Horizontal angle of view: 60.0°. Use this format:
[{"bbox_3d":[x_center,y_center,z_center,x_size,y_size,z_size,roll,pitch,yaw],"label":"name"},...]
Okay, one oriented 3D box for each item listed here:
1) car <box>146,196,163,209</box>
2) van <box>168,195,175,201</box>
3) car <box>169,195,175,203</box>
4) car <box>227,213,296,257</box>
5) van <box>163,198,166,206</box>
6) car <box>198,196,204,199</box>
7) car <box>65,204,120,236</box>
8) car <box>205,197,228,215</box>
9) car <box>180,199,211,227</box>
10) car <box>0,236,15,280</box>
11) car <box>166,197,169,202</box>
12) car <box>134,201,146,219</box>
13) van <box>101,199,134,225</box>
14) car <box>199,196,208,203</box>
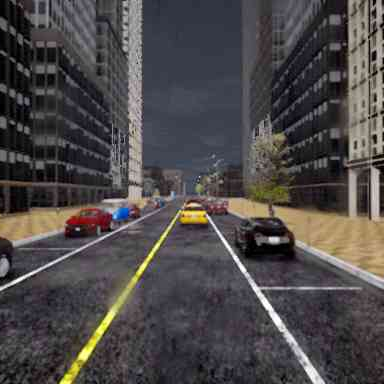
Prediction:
[{"bbox_3d":[-5.631,1.611,47.206,1.967,1.590,4.097,0,0,0],"label":"car"},{"bbox_3d":[-5.577,1.658,92.744,1.690,1.788,3.998,0,0,0],"label":"van"},{"bbox_3d":[-5.592,1.806,81.189,1.752,1.417,4.829,0,0,0],"label":"car"},{"bbox_3d":[2.709,1.617,13.031,1.947,1.339,4.313,0,0,0],"label":"car"},{"bbox_3d":[-5.624,1.531,52.900,1.690,1.788,3.998,0,0,0],"label":"van"},{"bbox_3d":[0.151,1.631,41.831,1.882,1.535,5.008,0,0,0],"label":"car"},{"bbox_3d":[-5.665,1.616,18.745,1.887,1.381,4.507,0,0,0],"label":"car"},{"bbox_3d":[2.737,1.573,35.798,1.967,1.590,4.097,0,0,0],"label":"car"},{"bbox_3d":[0.128,1.545,23.684,1.801,1.575,5.366,0,0,0],"label":"car"},{"bbox_3d":[-5.678,1.579,7.361,2.008,1.369,4.403,0,0,0],"label":"car"},{"bbox_3d":[-5.618,1.774,58.591,1.947,1.339,4.313,0,0,0],"label":"car"},{"bbox_3d":[-5.652,1.695,30.130,1.802,1.307,4.206,0,0,0],"label":"car"},{"bbox_3d":[-5.657,1.433,24.439,1.690,1.788,3.998,0,0,0],"label":"van"},{"bbox_3d":[2.790,1.722,81.333,1.967,1.590,4.097,0,0,0],"label":"car"}]
